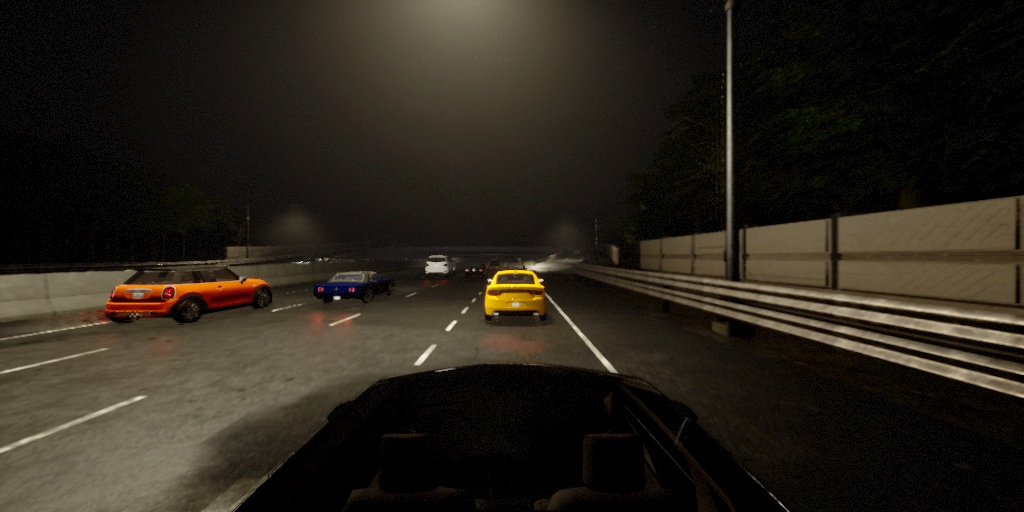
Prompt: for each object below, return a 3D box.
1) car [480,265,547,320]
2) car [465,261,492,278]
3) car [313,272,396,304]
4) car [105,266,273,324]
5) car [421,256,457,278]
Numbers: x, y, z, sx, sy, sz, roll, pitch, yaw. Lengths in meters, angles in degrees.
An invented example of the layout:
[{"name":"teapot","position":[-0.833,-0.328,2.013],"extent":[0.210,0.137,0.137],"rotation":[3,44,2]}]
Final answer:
[{"name":"car","position":[0.118,1.235,12.722],"extent":[1.882,1.535,5.008],"rotation":[0,0,0]},{"name":"car","position":[-3.390,1.320,34.587],"extent":[2.033,1.411,5.357],"rotation":[0,0,0]},{"name":"car","position":[-6.871,1.360,16.324],"extent":[1.895,1.301,4.718],"rotation":[0,0,0]},{"name":"car","position":[-10.382,1.109,12.091],"extent":[2.097,1.767,4.553],"rotation":[0,0,0]},{"name":"car","position":[-6.790,0.994,34.729],"extent":[2.150,2.045,5.566],"rotation":[0,0,0]}]
